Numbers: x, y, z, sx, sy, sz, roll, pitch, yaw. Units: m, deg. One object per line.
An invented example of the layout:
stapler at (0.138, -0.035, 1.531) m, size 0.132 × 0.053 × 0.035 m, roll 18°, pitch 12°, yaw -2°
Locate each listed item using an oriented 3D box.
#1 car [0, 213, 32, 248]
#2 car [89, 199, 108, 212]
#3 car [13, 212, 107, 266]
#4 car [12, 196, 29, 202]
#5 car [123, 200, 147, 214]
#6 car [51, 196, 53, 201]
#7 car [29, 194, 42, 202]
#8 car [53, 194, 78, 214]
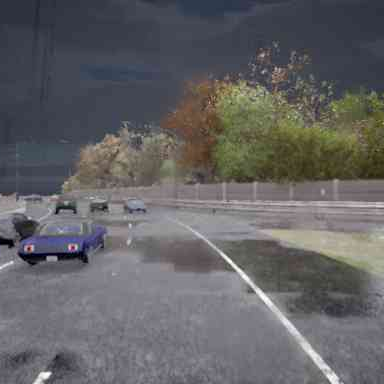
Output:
car at (-8.252, 1.607, 14.800) m, size 1.994 × 1.385 × 4.181 m, roll 0°, pitch 0°, yaw -8°
car at (-11.016, 1.518, 39.154) m, size 1.882 × 1.535 × 5.008 m, roll 0°, pitch 0°, yaw -21°
car at (-4.210, 1.619, 11.712) m, size 1.895 × 1.301 × 4.718 m, roll 0°, pitch 0°, yaw -6°
car at (-39.898, 1.572, 76.476) m, size 4.181 × 1.385 × 1.994 m, roll 0°, pitch 0°, yaw 41°
car at (-6.316, 1.558, 36.509) m, size 2.033 × 1.411 × 5.357 m, roll 0°, pitch 0°, yaw -20°
car at (-33.106, 1.324, 81.335) m, size 2.097 × 1.767 × 4.553 m, roll 0°, pitch 0°, yaw -33°
car at (-37.443, 1.356, 78.971) m, size 4.553 × 1.767 × 2.097 m, roll 0°, pitch 0°, yaw 41°
car at (-13.855, 1.285, 36.807) m, size 2.150 × 2.045 × 5.566 m, roll 0°, pitch 0°, yaw -20°
